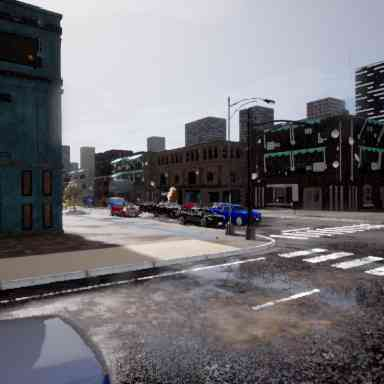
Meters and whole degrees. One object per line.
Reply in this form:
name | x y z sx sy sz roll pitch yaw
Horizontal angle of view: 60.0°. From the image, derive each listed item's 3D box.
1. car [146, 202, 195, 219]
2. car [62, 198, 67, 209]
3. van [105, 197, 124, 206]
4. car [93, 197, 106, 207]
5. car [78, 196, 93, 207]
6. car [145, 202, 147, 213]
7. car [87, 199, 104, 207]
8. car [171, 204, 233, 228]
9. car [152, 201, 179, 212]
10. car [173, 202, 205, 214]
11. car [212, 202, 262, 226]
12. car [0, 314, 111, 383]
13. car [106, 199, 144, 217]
car | -2.212 1.813 33.282 2.128 1.511 4.902 -1 0 -35
car | -23.223 2.233 58.344 1.752 1.417 4.829 -1 0 -35
van | -13.290 1.907 58.829 1.690 1.788 3.998 -1 0 -35
car | -16.498 1.940 63.340 2.192 1.841 5.009 -1 0 -35
car | -20.561 1.896 64.600 2.150 2.045 5.566 -1 -2 -35
car | -6.231 1.983 44.454 1.994 1.385 4.181 -1 0 -35
car | -19.701 2.228 67.851 1.887 1.381 4.507 -1 0 -35
car | 0.660 1.814 24.549 1.947 1.339 4.313 -2 0 -35
car | -3.661 1.966 45.297 1.802 1.307 4.206 -2 0 -35
car | -0.454 1.904 40.786 1.802 1.307 4.206 -2 0 -35
car | 3.187 1.692 25.685 1.882 1.535 5.008 -1 0 -36
car | -3.009 1.548 1.539 5.357 1.411 2.033 0 0 -35
car | -7.285 1.846 35.928 1.967 1.590 4.097 -1 0 -35
